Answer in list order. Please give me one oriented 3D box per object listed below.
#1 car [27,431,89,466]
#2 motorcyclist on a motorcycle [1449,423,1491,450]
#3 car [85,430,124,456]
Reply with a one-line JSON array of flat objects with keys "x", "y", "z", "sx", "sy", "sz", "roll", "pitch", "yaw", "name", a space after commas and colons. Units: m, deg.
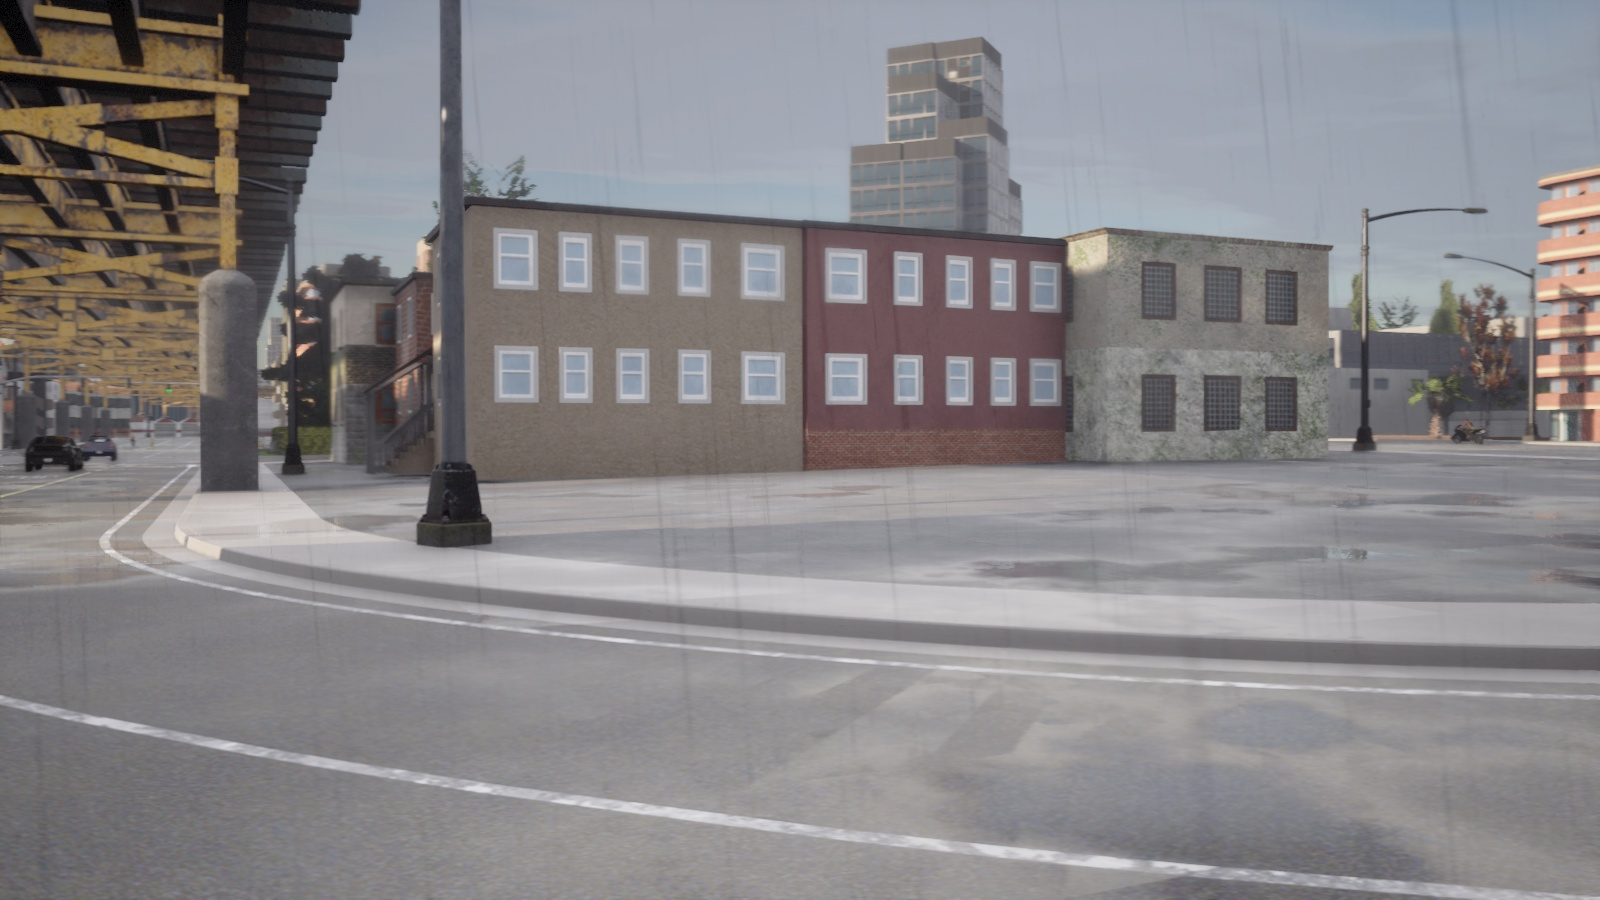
[{"x": -32.533, "y": -0.105, "z": 55.166, "sx": 1.837, "sy": 1.490, "sz": 4.892, "roll": 0, "pitch": 1, "yaw": -24, "name": "car"}, {"x": 38.284, "y": -0.779, "z": 71.766, "sx": 0.797, "sy": 1.523, "sz": 2.044, "roll": 0, "pitch": 2, "yaw": -24, "name": "motorcyclist on a motorcycle"}, {"x": -41.170, "y": -0.411, "z": 74.374, "sx": 1.845, "sy": 1.501, "sz": 3.633, "roll": 0, "pitch": 1, "yaw": -26, "name": "car"}]
